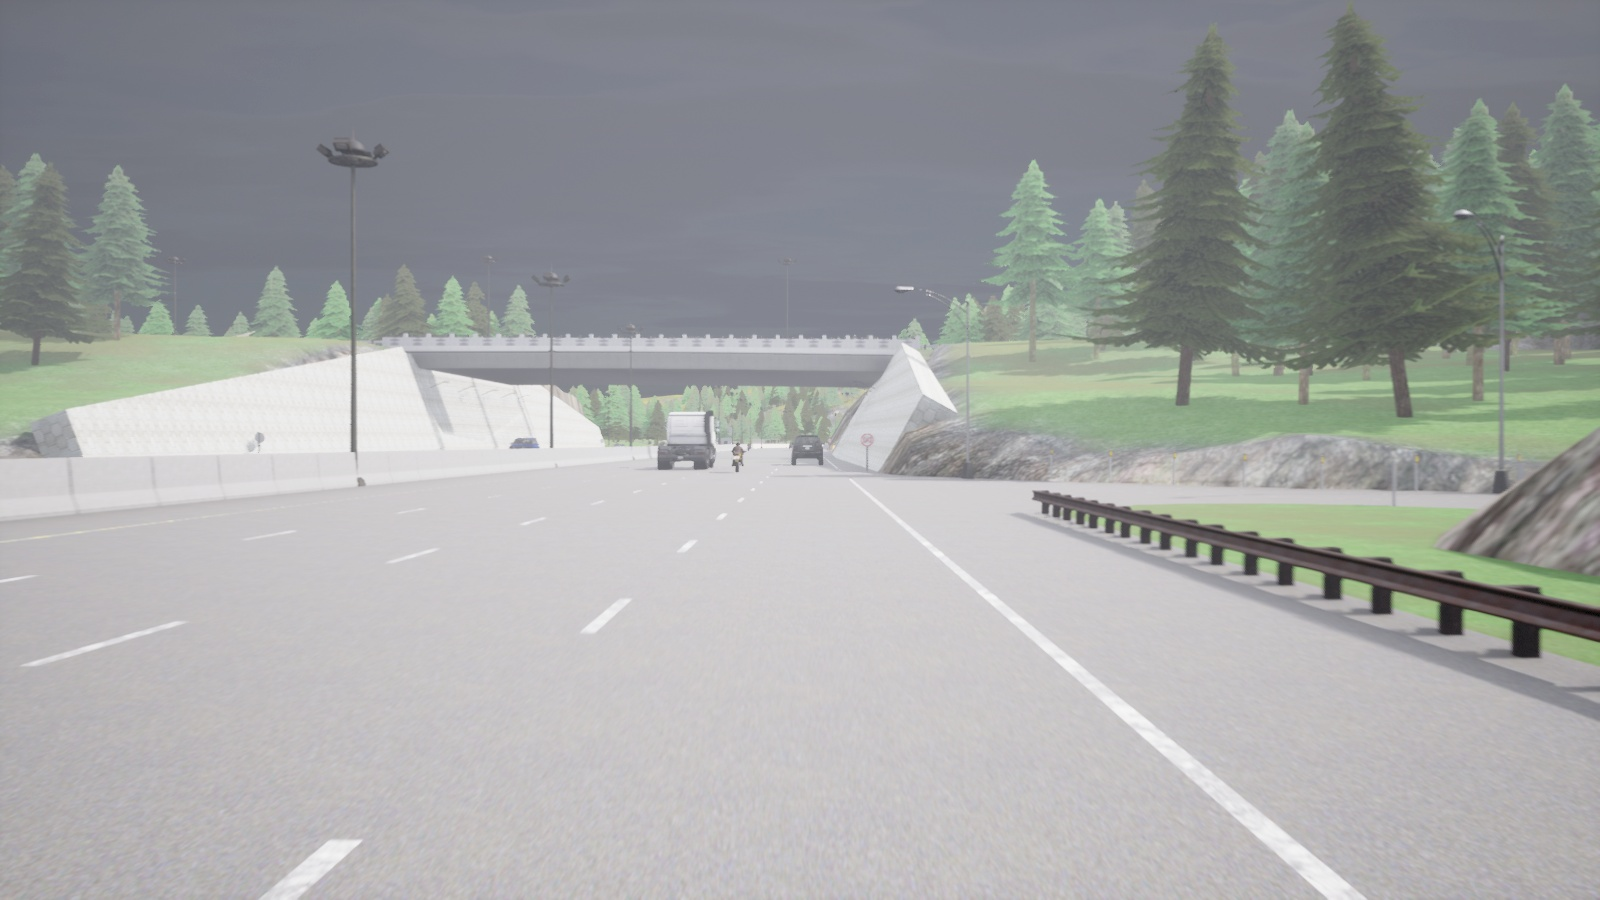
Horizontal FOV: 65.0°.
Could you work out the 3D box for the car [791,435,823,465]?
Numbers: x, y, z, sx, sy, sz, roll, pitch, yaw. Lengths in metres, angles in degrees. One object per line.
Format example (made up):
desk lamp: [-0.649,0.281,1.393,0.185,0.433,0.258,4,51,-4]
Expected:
car: [0.508,-0.014,86.665,2.150,2.045,5.566,0,0,0]

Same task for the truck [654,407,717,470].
truck: [-6.569,-0.644,72.896,2.891,3.462,7.936,0,0,0]
